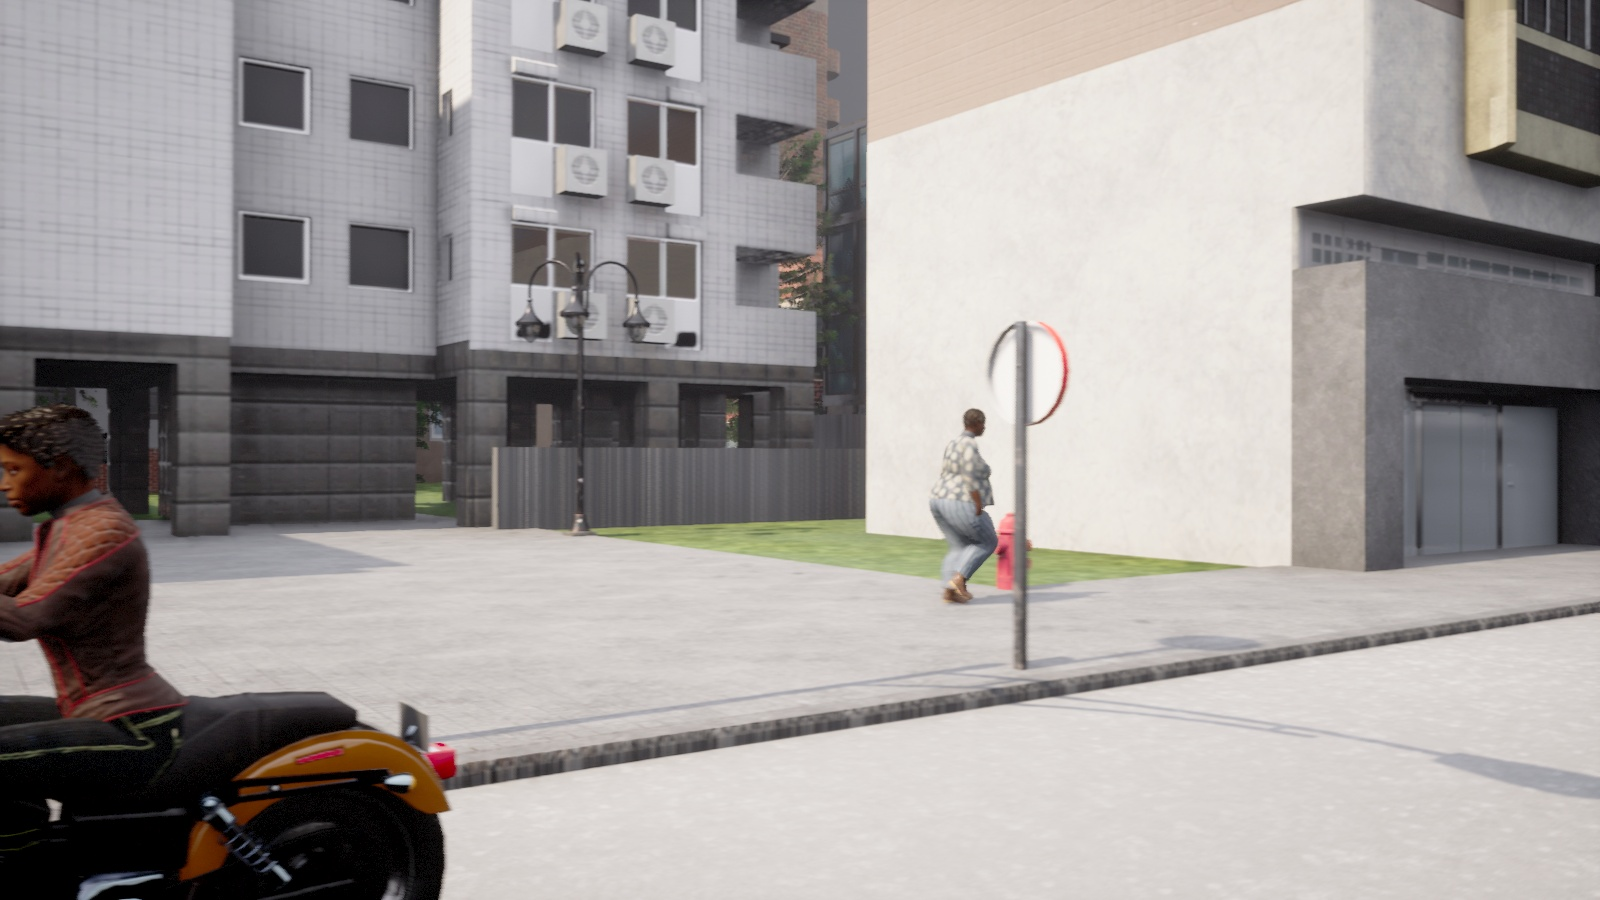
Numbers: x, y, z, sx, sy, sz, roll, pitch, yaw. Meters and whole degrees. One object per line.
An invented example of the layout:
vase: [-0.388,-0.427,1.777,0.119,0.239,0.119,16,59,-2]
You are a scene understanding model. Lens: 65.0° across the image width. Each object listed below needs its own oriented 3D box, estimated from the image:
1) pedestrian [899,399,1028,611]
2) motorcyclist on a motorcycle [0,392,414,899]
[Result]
pedestrian: [1.484,0.480,11.493,0.900,1.855,0.874,0,0,-15]
motorcyclist on a motorcycle: [-2.149,0.707,2.772,2.350,1.649,0.766,0,0,-35]
